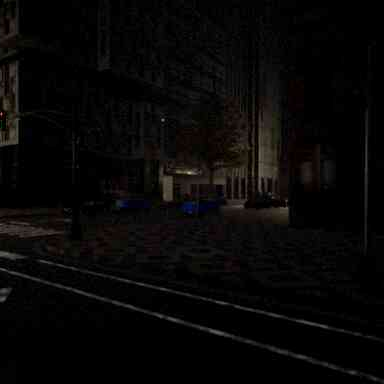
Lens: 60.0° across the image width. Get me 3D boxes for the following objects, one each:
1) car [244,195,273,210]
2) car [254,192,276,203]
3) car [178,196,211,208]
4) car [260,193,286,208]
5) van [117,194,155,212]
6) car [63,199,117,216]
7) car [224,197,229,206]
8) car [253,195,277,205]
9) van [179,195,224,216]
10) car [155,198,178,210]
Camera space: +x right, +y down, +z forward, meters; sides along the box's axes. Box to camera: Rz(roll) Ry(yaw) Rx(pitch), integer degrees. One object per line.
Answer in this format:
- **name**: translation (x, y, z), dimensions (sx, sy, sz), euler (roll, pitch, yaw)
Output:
- **car**: translation (7.416, 1.385, 38.430), dimensions (1.802, 1.307, 4.206), euler (1, 0, 36)
- **car**: translation (13.618, 1.028, 61.648), dimensions (2.192, 1.841, 5.009), euler (1, 0, 36)
- **car**: translation (0.395, 1.276, 43.267), dimensions (1.752, 1.417, 4.829), euler (1, 0, 36)
- **car**: translation (10.698, 1.233, 42.991), dimensions (1.967, 1.590, 4.097), euler (1, 0, 36)
- **van**: translation (-6.066, 1.112, 34.283), dimensions (1.690, 1.788, 3.998), euler (1, 0, 36)
- **car**: translation (-9.349, 1.333, 29.723), dimensions (2.008, 1.369, 4.403), euler (1, 0, 36)
- **car**: translation (3.775, 1.291, 47.966), dimensions (2.008, 1.369, 4.403), euler (1, 0, 36)
- **car**: translation (12.026, 1.232, 54.708), dimensions (2.128, 1.511, 4.902), euler (0, 0, 36)
- **van**: translation (0.855, 1.165, 29.306), dimensions (1.690, 1.788, 3.998), euler (1, 0, 36)
- **car**: translation (-2.886, 1.286, 38.706), dimensions (1.752, 1.417, 4.829), euler (1, 0, 36)
